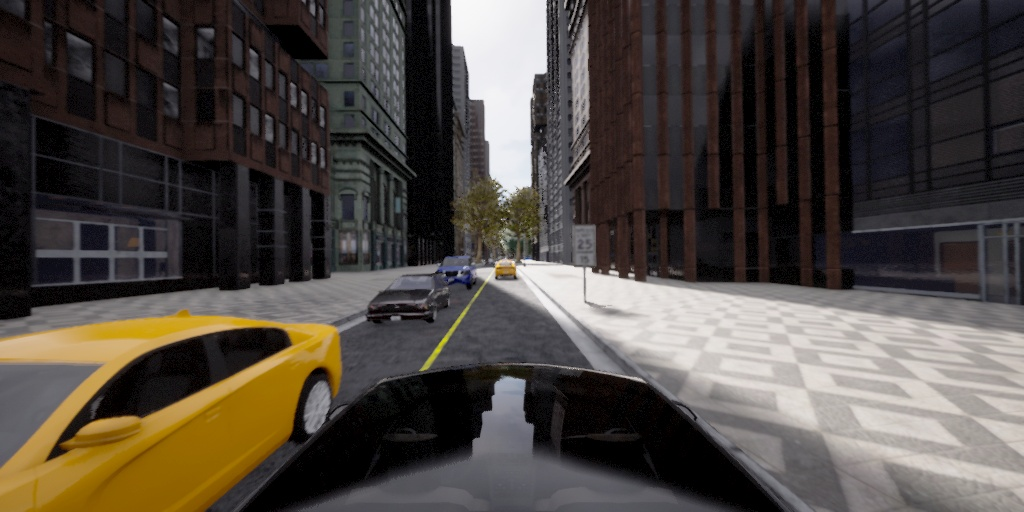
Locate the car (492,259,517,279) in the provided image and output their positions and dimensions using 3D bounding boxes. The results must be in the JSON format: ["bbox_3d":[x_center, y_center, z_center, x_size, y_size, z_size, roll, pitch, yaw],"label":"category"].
[{"bbox_3d":[-0.551,1.202,32.536,1.882,1.535,5.008,-1,0,-1],"label":"car"}]

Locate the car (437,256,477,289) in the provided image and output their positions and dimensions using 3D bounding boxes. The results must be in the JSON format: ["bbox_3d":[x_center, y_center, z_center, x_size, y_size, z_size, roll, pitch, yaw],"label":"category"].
[{"bbox_3d":[-3.514,0.996,23.295,2.150,2.045,5.566,-1,0,-1],"label":"car"}]

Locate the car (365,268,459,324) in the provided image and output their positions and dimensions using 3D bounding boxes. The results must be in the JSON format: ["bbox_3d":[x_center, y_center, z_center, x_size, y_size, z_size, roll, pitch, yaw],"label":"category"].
[{"bbox_3d":[-3.290,1.332,12.552,2.033,1.411,5.357,-1,0,-2],"label":"car"}]

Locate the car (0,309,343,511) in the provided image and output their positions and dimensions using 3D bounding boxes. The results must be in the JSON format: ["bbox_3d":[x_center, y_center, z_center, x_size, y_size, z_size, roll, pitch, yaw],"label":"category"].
[{"bbox_3d":[-3.081,1.268,2.556,1.882,1.535,5.008,-1,0,-1],"label":"car"}]
